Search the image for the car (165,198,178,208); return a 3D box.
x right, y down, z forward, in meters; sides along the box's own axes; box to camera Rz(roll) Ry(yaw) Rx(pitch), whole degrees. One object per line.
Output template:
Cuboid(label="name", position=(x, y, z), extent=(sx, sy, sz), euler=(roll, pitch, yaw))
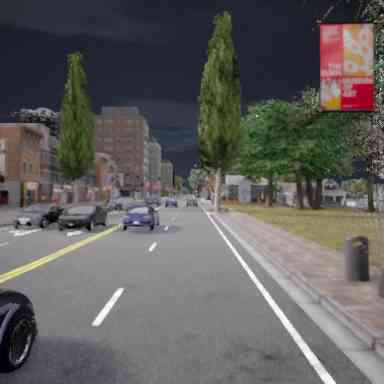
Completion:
Cuboid(label="car", position=(-3.239, 1.685, 52.250), extent=(1.812, 1.442, 4.674), euler=(0, 0, 0))

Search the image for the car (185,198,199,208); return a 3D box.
Cuboid(label="car", position=(0.011, 1.653, 52.556), extent=(2.128, 1.511, 4.902), euler=(0, 0, 0))

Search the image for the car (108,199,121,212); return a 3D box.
Cuboid(label="car", position=(-9.827, 1.609, 41.298), extent=(1.837, 1.490, 4.892), euler=(0, 0, 0))

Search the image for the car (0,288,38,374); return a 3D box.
Cuboid(label="car", position=(-3.142, 1.548, 2.960), extent=(1.994, 1.385, 4.181), euler=(0, 0, 0))

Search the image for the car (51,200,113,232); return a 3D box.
Cuboid(label="car", position=(-6.594, 1.516, 20.626), extent=(1.882, 1.535, 5.008), euler=(0, 0, 0))

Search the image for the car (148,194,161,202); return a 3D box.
Cuboid(label="car", position=(-6.488, 1.402, 56.672), extent=(2.150, 2.045, 5.566), euler=(0, 0, 0))

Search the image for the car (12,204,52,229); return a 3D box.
Cuboid(label="car", position=(-9.843, 1.533, 21.871), extent=(2.128, 1.511, 4.902), euler=(0, 0, 0))

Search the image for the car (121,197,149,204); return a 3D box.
Cuboid(label="car", position=(-6.581, 1.658, 39.052), extent=(1.994, 1.385, 4.181), euler=(0, 0, 0))

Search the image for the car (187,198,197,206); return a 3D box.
Cuboid(label="car", position=(0.013, 1.822, 61.793), extent=(1.895, 1.301, 4.718), euler=(0, 0, 0))

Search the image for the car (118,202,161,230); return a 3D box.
Cuboid(label="car", position=(-3.145, 1.565, 21.078), extent=(1.812, 1.442, 4.674), euler=(0, 0, 0))
